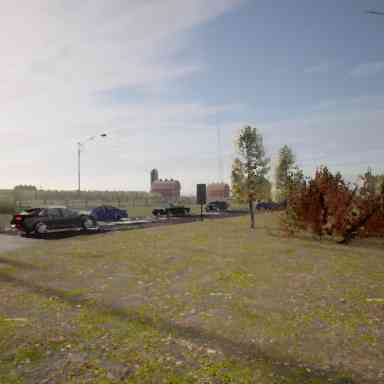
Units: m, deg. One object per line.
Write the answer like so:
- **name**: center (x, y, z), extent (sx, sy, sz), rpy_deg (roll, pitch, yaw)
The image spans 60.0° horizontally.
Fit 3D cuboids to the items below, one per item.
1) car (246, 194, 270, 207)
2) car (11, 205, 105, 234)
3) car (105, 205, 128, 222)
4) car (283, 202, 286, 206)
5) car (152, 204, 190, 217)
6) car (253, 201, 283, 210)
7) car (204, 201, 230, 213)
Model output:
- **car**: center (11.312, 1.396, 56.860), extent (2.150, 2.045, 5.566), rpy_deg (-1, -1, 31)
- **car**: center (-7.964, 1.596, 19.701), extent (1.837, 1.490, 4.892), rpy_deg (0, 0, 41)
- **car**: center (-7.508, 1.763, 26.737), extent (2.033, 1.411, 5.357), rpy_deg (-1, -1, 32)
- **car**: center (16.933, 2.059, 59.313), extent (1.812, 1.442, 4.674), rpy_deg (-1, -1, 31)
- **car**: center (-2.180, 1.909, 35.229), extent (1.895, 1.301, 4.718), rpy_deg (-1, -1, 32)
- **car**: center (11.452, 1.649, 50.322), extent (2.150, 2.045, 5.566), rpy_deg (-1, -1, 32)
- **car**: center (3.328, 1.913, 44.068), extent (1.837, 1.490, 4.892), rpy_deg (-1, -1, 32)
